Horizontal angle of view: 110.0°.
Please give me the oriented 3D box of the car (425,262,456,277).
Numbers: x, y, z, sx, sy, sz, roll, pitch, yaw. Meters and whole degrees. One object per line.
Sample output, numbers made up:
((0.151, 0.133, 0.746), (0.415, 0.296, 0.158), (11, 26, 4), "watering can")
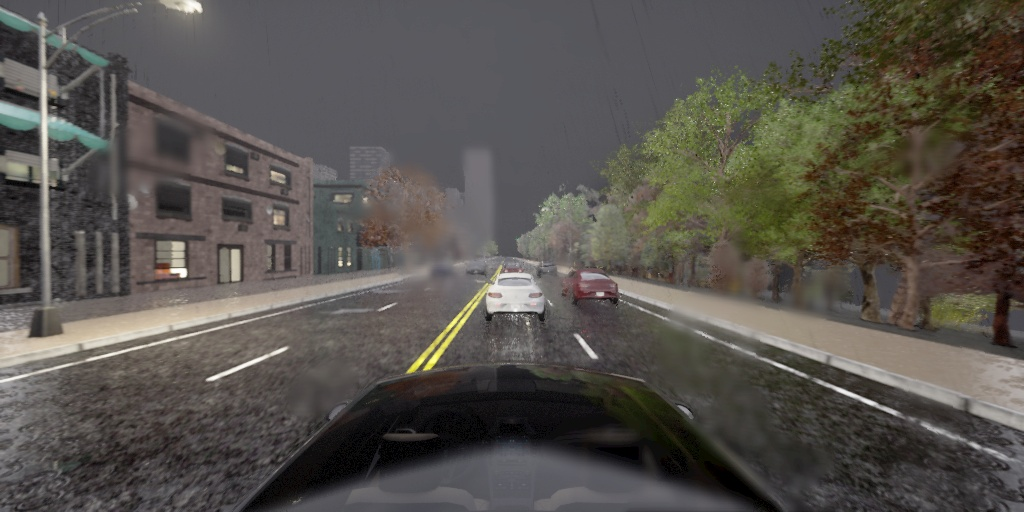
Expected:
((-6.616, 1.346, 34.587), (1.895, 1.301, 4.718), (0, 0, 0), "car")

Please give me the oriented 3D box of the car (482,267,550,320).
((0.101, 1.274, 12.472), (1.812, 1.442, 4.674), (0, 0, 0), "car")

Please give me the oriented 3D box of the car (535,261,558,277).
((3.335, 1.236, 34.021), (2.128, 1.511, 4.902), (0, 0, 0), "car")

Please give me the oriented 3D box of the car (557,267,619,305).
((3.337, 1.273, 15.876), (1.812, 1.442, 4.674), (0, 0, 0), "car")

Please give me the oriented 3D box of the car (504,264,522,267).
((0.091, 1.346, 33.282), (1.895, 1.301, 4.718), (0, 0, 0), "car")

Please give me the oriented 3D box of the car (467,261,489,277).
((-3.375, 1.250, 35.860), (1.837, 1.490, 4.892), (0, 0, 0), "car")
